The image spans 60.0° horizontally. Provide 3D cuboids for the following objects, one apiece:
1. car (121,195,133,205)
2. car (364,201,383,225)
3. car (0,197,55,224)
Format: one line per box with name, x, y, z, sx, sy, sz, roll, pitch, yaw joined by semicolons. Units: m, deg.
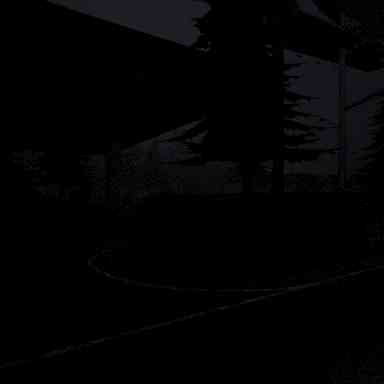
car;-11.184;1.298;53.547;2.128;1.511;4.902;0;0;-36
car;11.450;1.317;21.334;2.128;1.511;4.902;0;1;-36
car;-11.894;1.313;23.518;3.866;1.878;1.905;0;0;-36
